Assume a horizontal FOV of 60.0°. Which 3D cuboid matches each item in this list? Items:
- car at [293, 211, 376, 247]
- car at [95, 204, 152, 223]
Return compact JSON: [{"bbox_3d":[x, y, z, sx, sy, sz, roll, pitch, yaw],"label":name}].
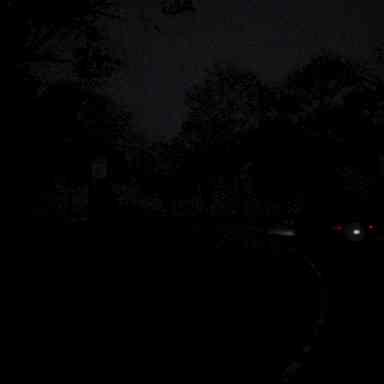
[{"bbox_3d":[6.120,1.511,14.817,1.994,1.385,4.181,-1,0,-6],"label":"car"},{"bbox_3d":[-5.875,1.793,28.422,5.008,1.535,1.882,-1,-1,18],"label":"car"}]
